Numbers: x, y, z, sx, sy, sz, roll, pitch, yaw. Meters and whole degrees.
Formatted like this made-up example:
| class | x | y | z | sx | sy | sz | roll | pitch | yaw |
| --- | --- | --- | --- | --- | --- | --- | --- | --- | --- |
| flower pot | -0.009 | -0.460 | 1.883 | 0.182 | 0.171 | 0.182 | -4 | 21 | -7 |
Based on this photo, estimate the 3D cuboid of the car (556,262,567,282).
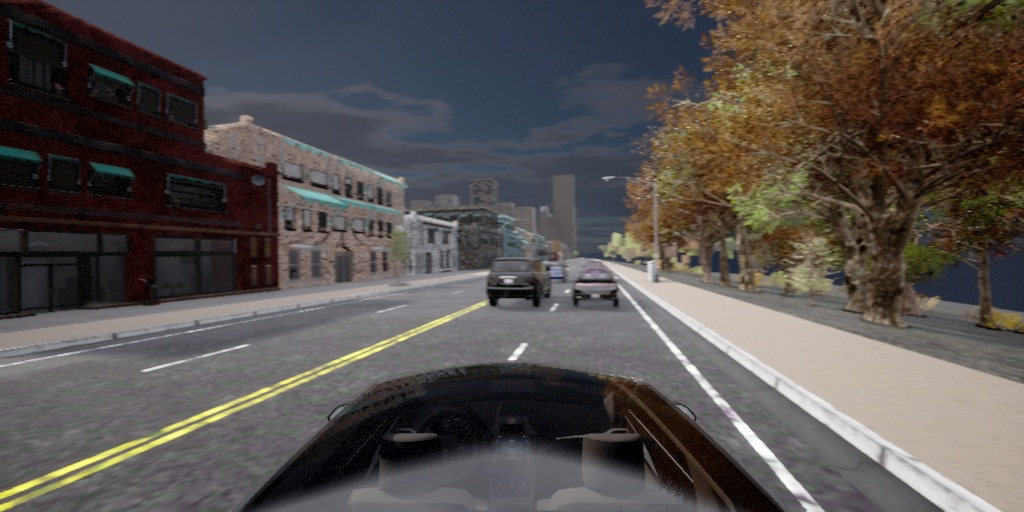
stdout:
| class | x | y | z | sx | sy | sz | roll | pitch | yaw |
| --- | --- | --- | --- | --- | --- | --- | --- | --- | --- |
| car | 3.830 | 1.475 | 30.951 | 2.033 | 1.411 | 5.357 | -1 | 0 | 13 |

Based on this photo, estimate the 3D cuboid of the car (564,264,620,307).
| class | x | y | z | sx | sy | sz | roll | pitch | yaw |
| --- | --- | --- | --- | --- | --- | --- | --- | --- | --- |
| car | 3.702 | 1.306 | 15.904 | 2.128 | 1.511 | 4.902 | -1 | 0 | 13 |

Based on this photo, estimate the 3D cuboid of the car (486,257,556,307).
| class | x | y | z | sx | sy | sz | roll | pitch | yaw |
| --- | --- | --- | --- | --- | --- | --- | --- | --- | --- |
| car | 0.472 | 1.073 | 16.388 | 2.150 | 2.045 | 5.566 | -1 | 0 | 13 |

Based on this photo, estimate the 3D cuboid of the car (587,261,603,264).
| class | x | y | z | sx | sy | sz | roll | pitch | yaw |
| --- | --- | --- | --- | --- | --- | --- | --- | --- | --- |
| car | 7.015 | 1.234 | 30.306 | 2.097 | 1.767 | 4.553 | -1 | -1 | 13 |
